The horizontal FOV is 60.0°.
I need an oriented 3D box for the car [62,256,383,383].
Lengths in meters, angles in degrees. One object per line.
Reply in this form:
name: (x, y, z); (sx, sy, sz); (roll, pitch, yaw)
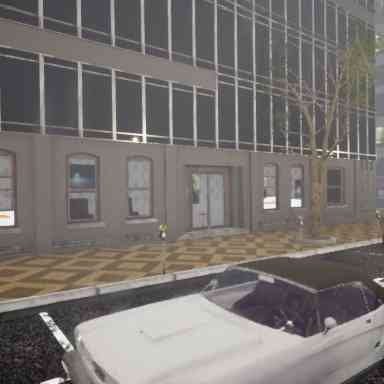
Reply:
car: (1.007, 1.600, 4.102); (4.718, 1.301, 1.895); (0, 0, -36)

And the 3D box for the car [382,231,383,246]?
car: (9.365, 1.436, 13.280); (4.097, 1.590, 1.967); (0, -1, -36)
